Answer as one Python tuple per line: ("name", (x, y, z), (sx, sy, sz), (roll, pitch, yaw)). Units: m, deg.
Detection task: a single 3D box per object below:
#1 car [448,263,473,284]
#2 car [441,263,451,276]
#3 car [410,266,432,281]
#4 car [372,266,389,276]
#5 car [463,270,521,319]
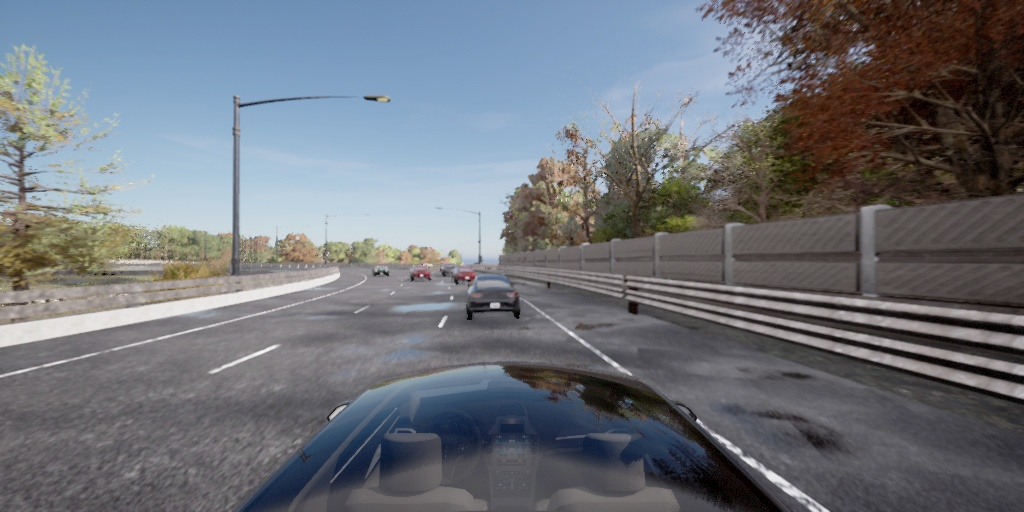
("car", (-4.182, 1.620, 31.066), (1.812, 1.442, 4.674), (0, -1, -15))
("car", (-7.888, 1.759, 45.287), (2.128, 1.511, 4.902), (0, -1, -14))
("car", (-9.287, 1.698, 36.204), (1.812, 1.442, 4.674), (0, -1, -18))
("car", (-16.948, 1.914, 46.132), (1.895, 1.301, 4.718), (0, -1, -24))
("car", (-0.783, 1.410, 13.505), (1.812, 1.442, 4.674), (0, -1, -6))
